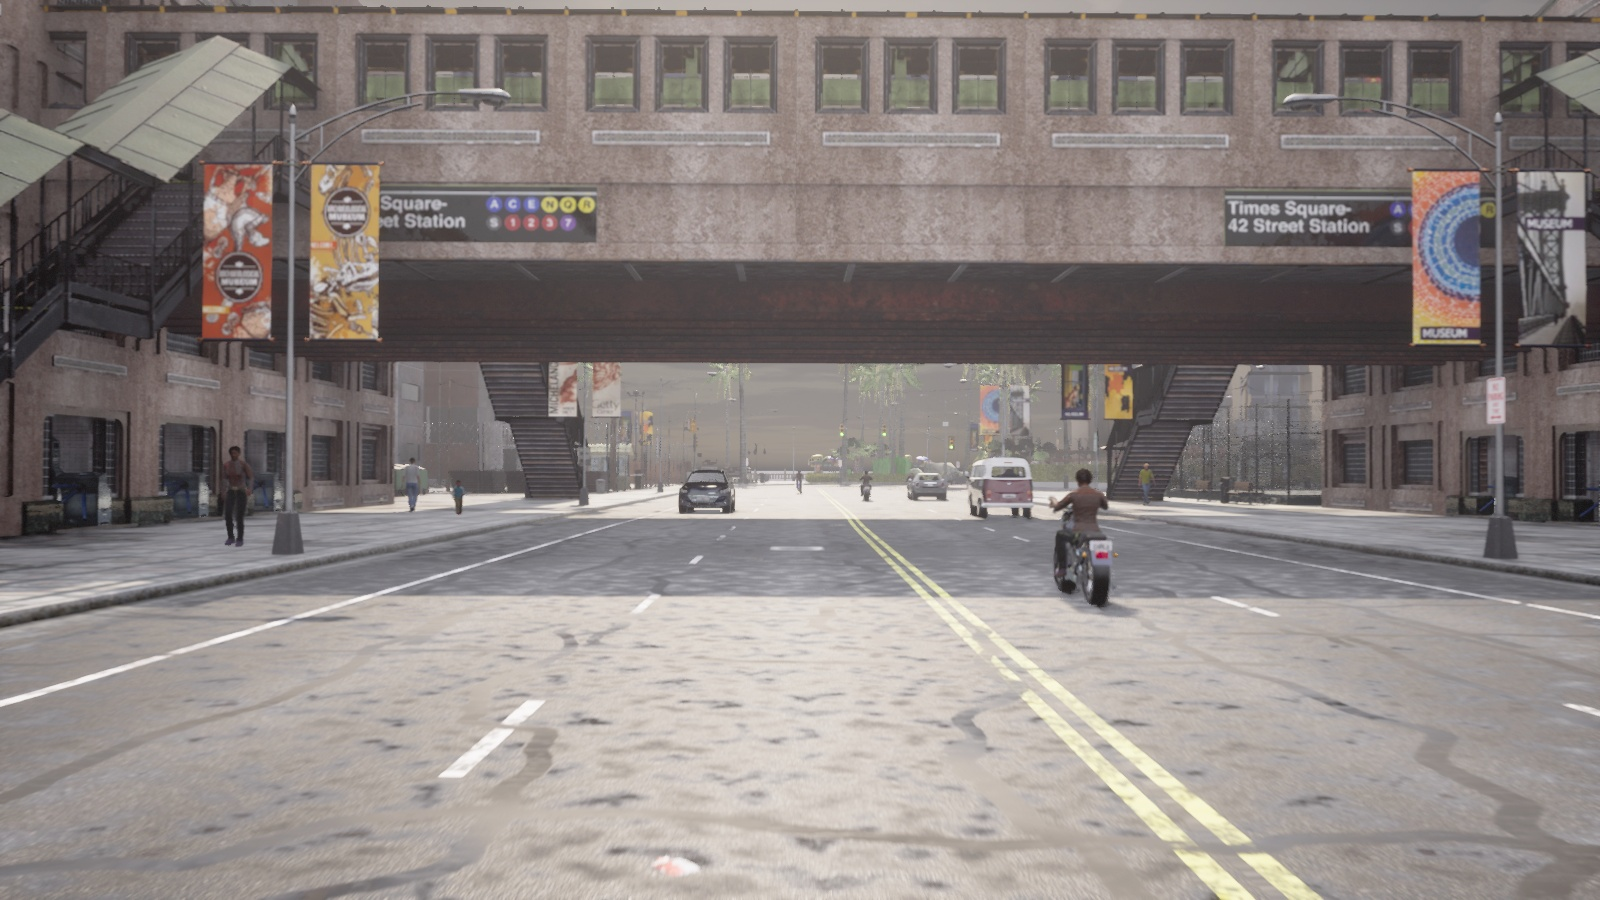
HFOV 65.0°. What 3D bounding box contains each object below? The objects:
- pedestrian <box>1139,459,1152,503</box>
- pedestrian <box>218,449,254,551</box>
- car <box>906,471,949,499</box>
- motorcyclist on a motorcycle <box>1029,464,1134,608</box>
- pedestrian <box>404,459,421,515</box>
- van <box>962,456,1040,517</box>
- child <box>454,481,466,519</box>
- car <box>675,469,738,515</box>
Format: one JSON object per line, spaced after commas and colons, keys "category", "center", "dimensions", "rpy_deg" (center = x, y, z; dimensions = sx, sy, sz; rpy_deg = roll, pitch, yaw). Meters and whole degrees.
{"category": "pedestrian", "center": [14.694, 1.306, 53.359], "dimensions": [0.354, 1.836, 0.706], "rpy_deg": [0, -1, 1]}
{"category": "pedestrian", "center": [-10.128, 0.890, 22.568], "dimensions": [0.328, 1.805, 0.869], "rpy_deg": [0, -1, -6]}
{"category": "car", "center": [6.985, 1.912, 69.272], "dimensions": [1.970, 1.475, 3.806], "rpy_deg": [0, -1, 0]}
{"category": "motorcyclist on a motorcycle", "center": [3.461, 1.013, 15.645], "dimensions": [0.766, 1.649, 2.350], "rpy_deg": [0, -1, 0]}
{"category": "pedestrian", "center": [-12.811, 1.218, 41.555], "dimensions": [0.354, 1.836, 0.706], "rpy_deg": [0, -1, -2]}
{"category": "van", "center": [7.005, 1.250, 44.216], "dimensions": [2.069, 2.038, 4.480], "rpy_deg": [0, -1, 0]}
{"category": "child", "center": [-10.531, 1.545, 38.898], "dimensions": [0.343, 1.192, 0.448], "rpy_deg": [0, -1, -12]}
{"category": "car", "center": [-3.481, 1.557, 47.673], "dimensions": [2.033, 1.649, 4.856], "rpy_deg": [0, -1, 0]}
